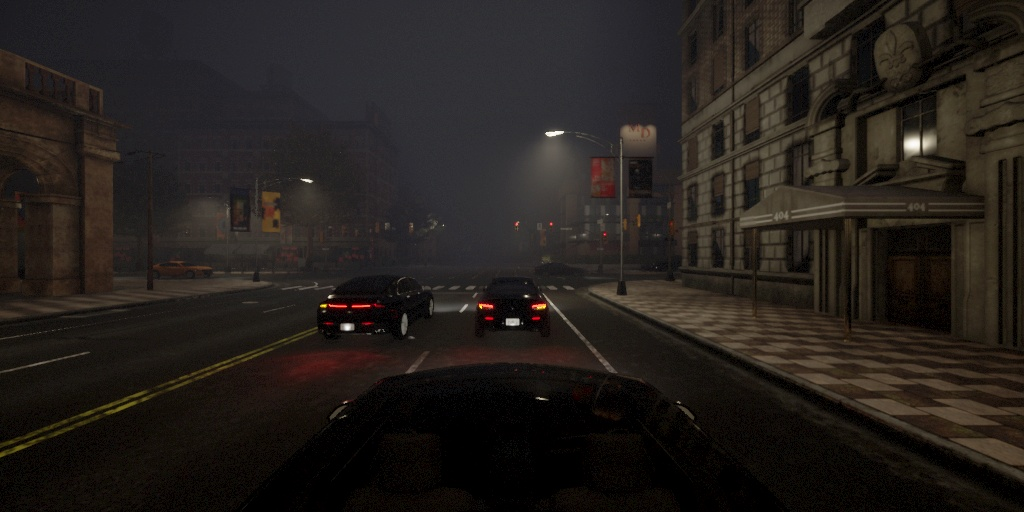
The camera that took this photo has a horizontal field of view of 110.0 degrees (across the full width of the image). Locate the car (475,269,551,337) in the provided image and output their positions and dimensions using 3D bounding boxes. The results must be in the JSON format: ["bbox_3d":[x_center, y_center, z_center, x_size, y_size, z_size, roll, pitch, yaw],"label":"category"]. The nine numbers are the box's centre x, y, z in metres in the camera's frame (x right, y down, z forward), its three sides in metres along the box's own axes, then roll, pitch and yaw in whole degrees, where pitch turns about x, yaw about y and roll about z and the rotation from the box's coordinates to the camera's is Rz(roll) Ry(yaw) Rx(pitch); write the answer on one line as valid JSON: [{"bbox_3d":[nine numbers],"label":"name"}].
[{"bbox_3d":[0.013,1.275,10.130,1.812,1.442,4.674,0,0,0],"label":"car"}]

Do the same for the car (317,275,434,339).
[{"bbox_3d":[-3.488,1.254,10.012,1.837,1.490,4.892,0,0,0],"label":"car"}]

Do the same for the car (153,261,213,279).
[{"bbox_3d":[-29.956,1.224,32.453,5.008,1.535,1.882,0,0,0],"label":"car"}]

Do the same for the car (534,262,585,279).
[{"bbox_3d":[4.254,1.272,32.565,4.674,1.442,1.812,0,0,0],"label":"car"}]

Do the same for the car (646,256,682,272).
[{"bbox_3d":[20.019,0.967,44.292,5.566,2.045,2.150,0,0,1],"label":"car"}]

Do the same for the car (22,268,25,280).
[{"bbox_3d":[-40.307,1.224,32.421,5.008,1.535,1.882,0,0,0],"label":"car"}]

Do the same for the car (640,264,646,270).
[{"bbox_3d":[20.030,1.292,47.809,5.357,1.411,2.033,0,0,0],"label":"car"}]
